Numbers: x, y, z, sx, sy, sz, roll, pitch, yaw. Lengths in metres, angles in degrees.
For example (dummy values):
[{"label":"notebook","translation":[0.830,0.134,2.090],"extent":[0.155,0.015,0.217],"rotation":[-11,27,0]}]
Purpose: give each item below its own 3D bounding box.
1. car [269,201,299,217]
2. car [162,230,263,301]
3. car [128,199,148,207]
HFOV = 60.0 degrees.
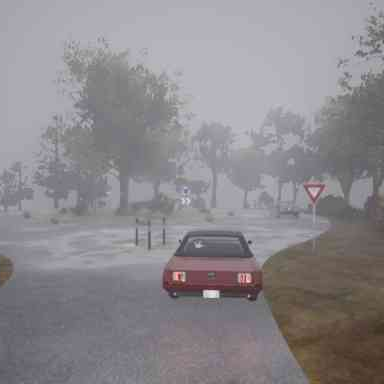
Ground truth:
[{"label":"car","translation":[8.518,1.545,31.198],"extent":[2.033,1.411,5.357],"rotation":[0,0,3]},{"label":"car","translation":[0.574,1.600,8.359],"extent":[1.895,1.301,4.718],"rotation":[0,0,5]},{"label":"car","translation":[-6.744,1.597,46.358],"extent":[4.718,1.301,1.895],"rotation":[0,0,-2]}]
